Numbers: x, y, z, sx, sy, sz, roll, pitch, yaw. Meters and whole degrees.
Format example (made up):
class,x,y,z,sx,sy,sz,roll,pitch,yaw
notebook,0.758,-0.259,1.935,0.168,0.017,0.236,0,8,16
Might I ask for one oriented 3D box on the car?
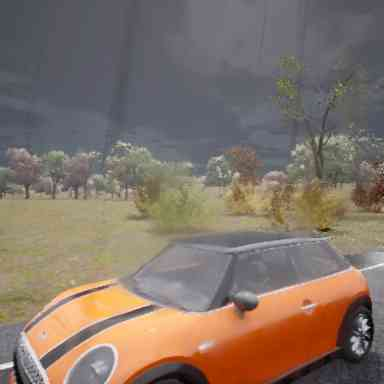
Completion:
class,x,y,z,sx,sy,sz,roll,pitch,yaw
car,0.299,1.354,4.233,4.553,1.767,2.097,0,0,-36
